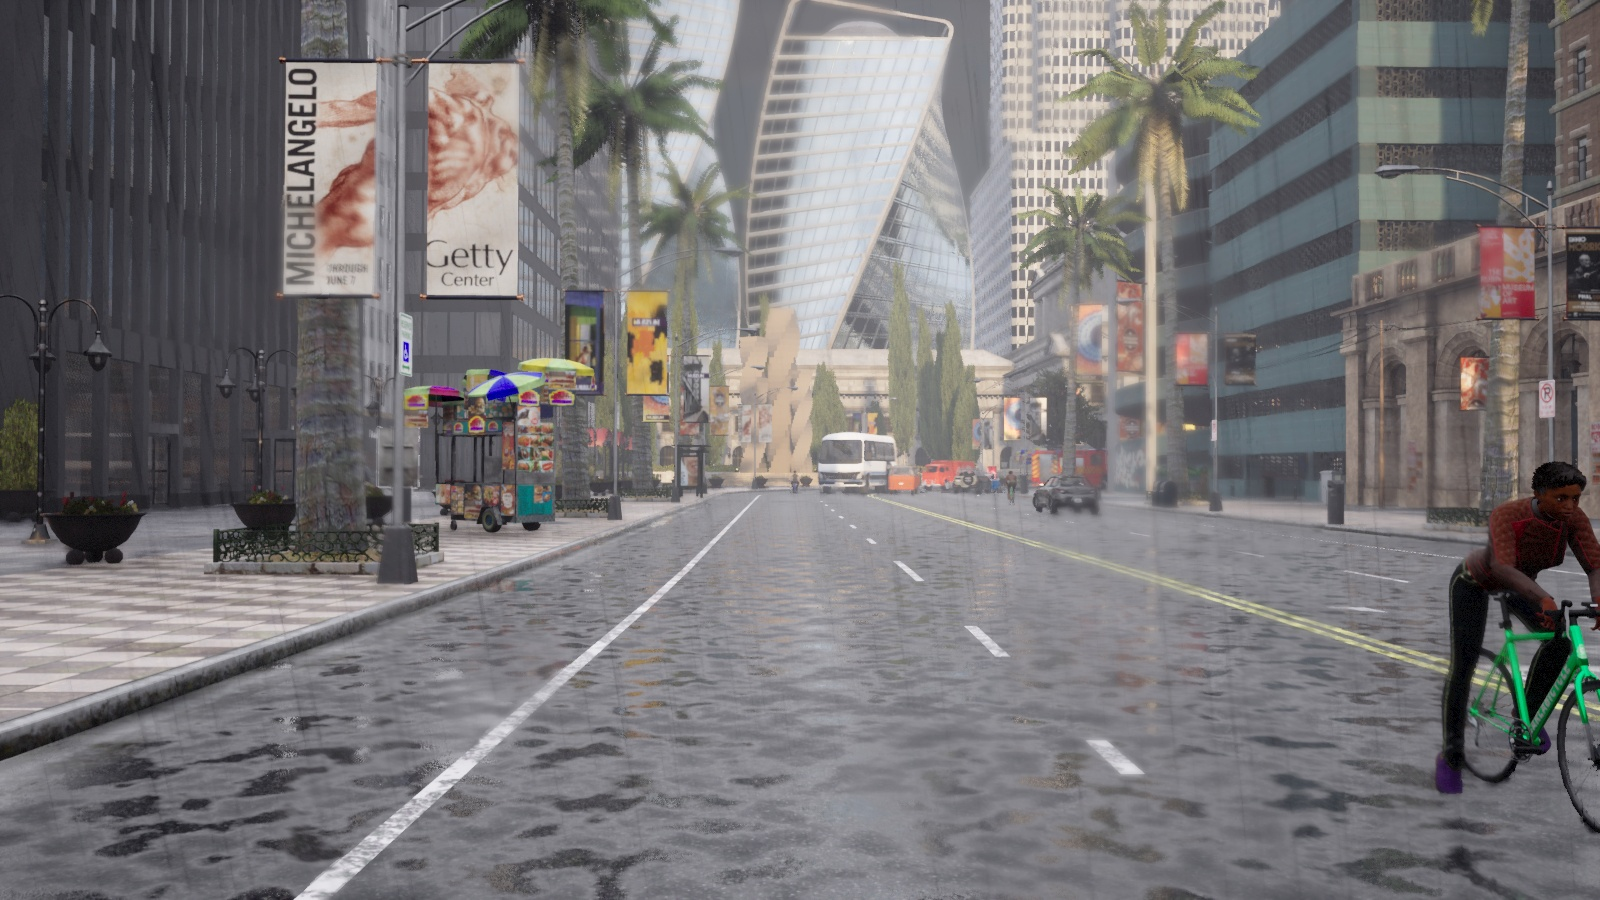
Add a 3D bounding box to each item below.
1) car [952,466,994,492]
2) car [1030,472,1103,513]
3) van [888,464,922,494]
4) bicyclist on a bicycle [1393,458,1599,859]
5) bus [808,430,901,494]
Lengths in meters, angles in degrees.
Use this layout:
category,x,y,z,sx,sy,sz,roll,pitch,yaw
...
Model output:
category,x,y,z,sx,sy,sz,roll,pitch,yaw
car,12.746,2.128,92.420,1.932,1.855,4.605,-1,-1,22
car,10.098,1.590,47.860,1.816,1.474,4.193,0,-1,-1
van,7.318,2.000,87.254,1.775,1.987,4.442,0,-1,12
bicyclist on a bicycle,3.486,0.853,5.915,0.582,1.620,1.656,0,-1,0
bus,4.014,0.910,88.820,3.944,4.253,10.273,-1,-1,18
